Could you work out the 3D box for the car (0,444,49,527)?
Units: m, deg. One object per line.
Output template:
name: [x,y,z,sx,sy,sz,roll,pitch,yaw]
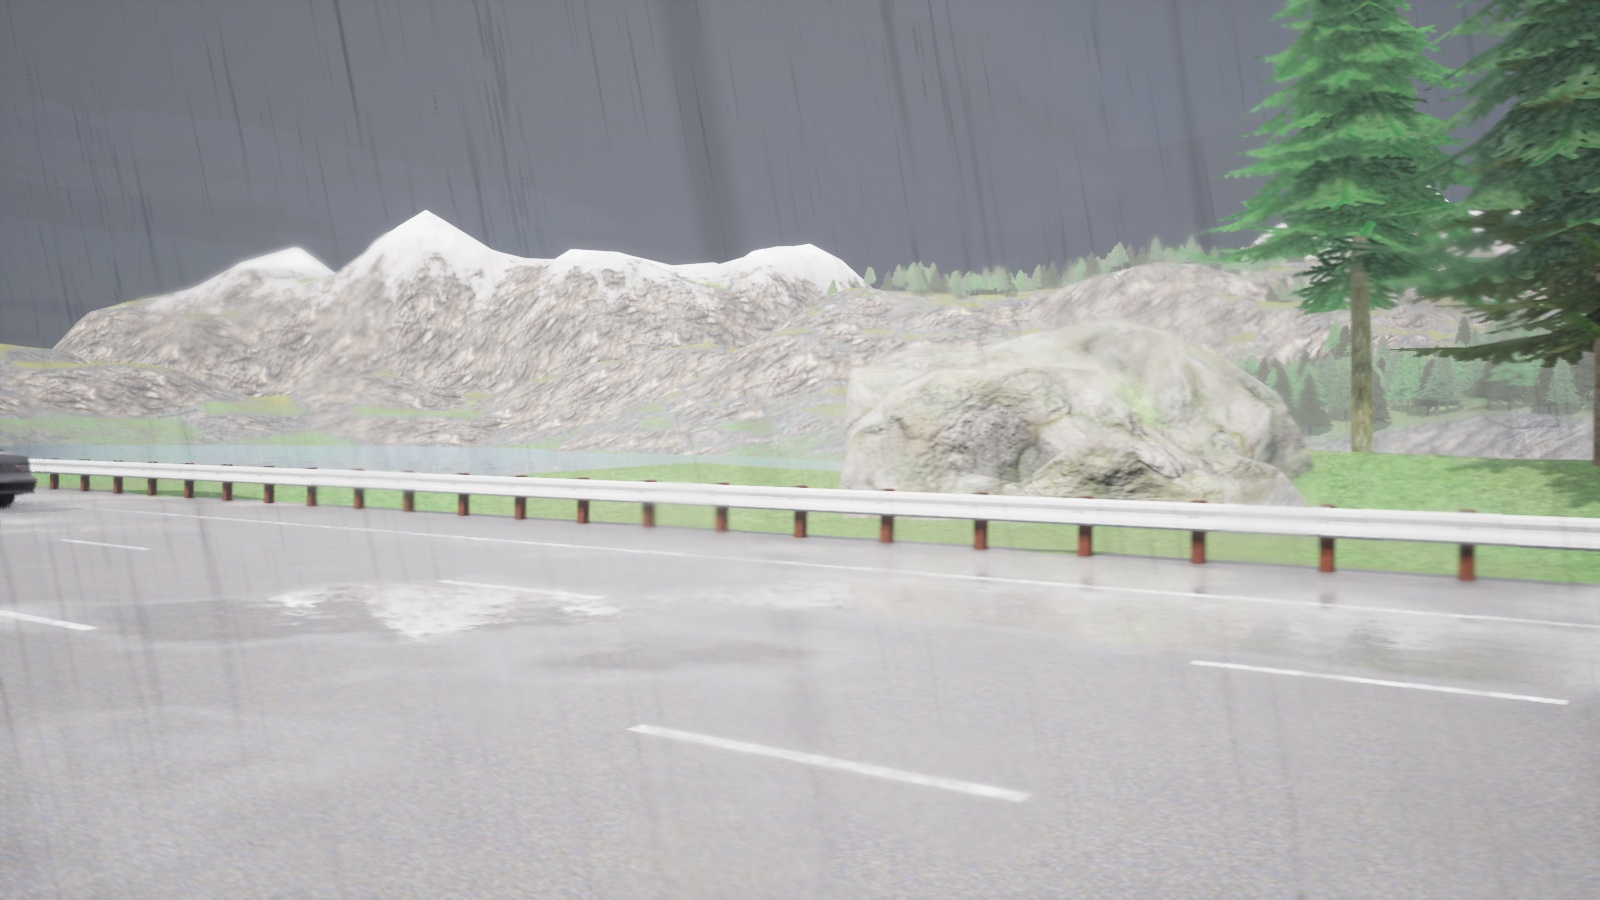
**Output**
car: [-15.953,0.614,22.628,5.357,1.411,2.033,0,1,34]
